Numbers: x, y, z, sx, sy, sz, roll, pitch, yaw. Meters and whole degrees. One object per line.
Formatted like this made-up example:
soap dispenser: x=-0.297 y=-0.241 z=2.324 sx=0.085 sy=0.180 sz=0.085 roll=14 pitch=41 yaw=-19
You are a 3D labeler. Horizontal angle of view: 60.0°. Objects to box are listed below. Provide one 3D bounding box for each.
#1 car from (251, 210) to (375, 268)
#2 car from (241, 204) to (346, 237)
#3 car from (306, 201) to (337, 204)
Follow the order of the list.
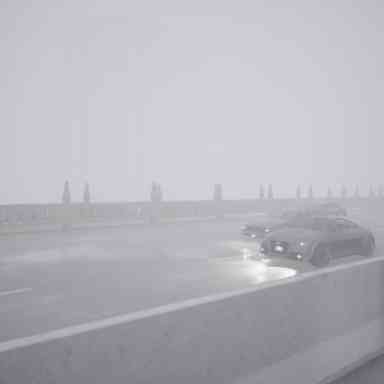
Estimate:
car: x=4.281 y=1.517 z=11.189 sx=4.181 sy=1.385 sz=1.994 roll=0 pitch=0 yaw=-34
car: x=4.837 y=1.485 z=15.810 sx=5.357 sy=1.411 sz=2.033 roll=0 pitch=0 yaw=-34
car: x=8.491 y=1.410 z=22.498 sx=4.892 sy=1.490 sz=1.837 roll=0 pitch=0 yaw=-34
